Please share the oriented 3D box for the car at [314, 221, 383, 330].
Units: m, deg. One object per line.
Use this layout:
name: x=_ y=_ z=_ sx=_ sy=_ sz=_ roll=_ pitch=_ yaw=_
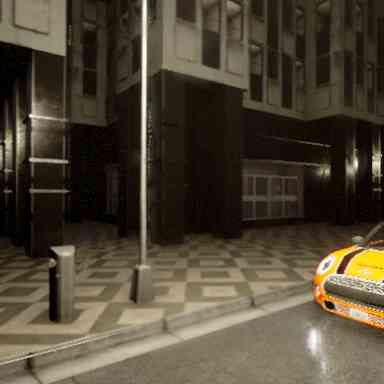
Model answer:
car: x=4.453 y=1.337 z=6.551 sx=4.553 sy=1.767 sz=2.097 roll=0 pitch=0 yaw=-35
